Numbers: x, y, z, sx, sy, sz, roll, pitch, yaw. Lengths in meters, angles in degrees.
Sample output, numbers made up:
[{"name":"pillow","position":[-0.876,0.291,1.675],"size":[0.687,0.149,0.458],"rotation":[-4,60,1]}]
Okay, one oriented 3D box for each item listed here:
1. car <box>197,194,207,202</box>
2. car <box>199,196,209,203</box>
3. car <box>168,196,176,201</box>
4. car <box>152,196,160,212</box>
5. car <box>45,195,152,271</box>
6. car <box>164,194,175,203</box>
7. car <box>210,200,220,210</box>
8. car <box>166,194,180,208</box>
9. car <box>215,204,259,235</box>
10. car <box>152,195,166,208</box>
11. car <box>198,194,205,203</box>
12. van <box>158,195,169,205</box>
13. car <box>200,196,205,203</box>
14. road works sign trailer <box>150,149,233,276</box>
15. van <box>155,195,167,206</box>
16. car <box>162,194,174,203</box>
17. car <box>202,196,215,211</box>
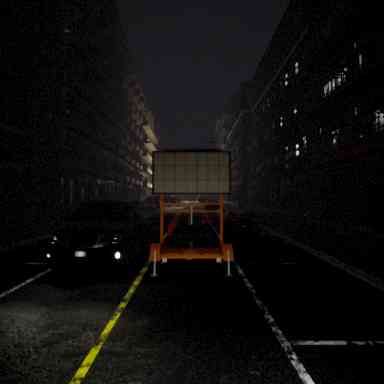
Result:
[{"name":"car","position":[2.536,1.543,85.017],"size":[2.192,1.841,5.009],"rotation":[1,0,0]},{"name":"car","position":[2.578,1.619,73.955],"size":[1.967,1.590,4.097],"rotation":[1,0,0]},{"name":"car","position":[-5.317,1.822,90.605],"size":[1.947,1.339,4.313],"rotation":[1,0,0]},{"name":"car","position":[-5.304,1.590,40.661],"size":[1.752,1.417,4.829],"rotation":[2,0,0]},{"name":"car","position":[-2.851,1.230,11.256],"size":[2.150,2.045,5.566],"rotation":[0,0,0]},{"name":"car","position":[-5.308,1.518,79.544],"size":[2.192,1.841,5.009],"rotation":[1,0,0]},{"name":"car","position":[2.580,1.553,24.349],"size":[1.752,1.417,4.829],"rotation":[1,0,0]},{"name":"car","position":[-2.855,1.573,51.738],"size":[1.882,1.535,5.008],"rotation":[0,0,0]},{"name":"car","position":[2.581,1.563,18.647],"size":[1.887,1.381,4.507],"rotation":[1,0,0]},{"name":"car","position":[-5.300,1.395,46.363],"size":[2.192,1.841,5.009],"rotation":[2,0,0]},{"name":"car","position":[2.571,1.678,62.893],"size":[1.887,1.381,4.507],"rotation":[1,0,0]},{"name":"van","position":[-5.305,1.475,62.953],"size":[1.690,1.788,3.998],"rotation":[1,0,0]},{"name":"car","position":[2.574,1.630,46.301],"size":[2.008,1.369,4.403],"rotation":[1,0,0]},{"name":"road works sign trailer","position":[-0.012,0.472,10.318],"size":[2.380,3.560,2.880],"rotation":[0,0,0]},{"name":"van","position":[-5.303,1.454,57.421],"size":[1.690,1.788,3.998],"rotation":[2,0,0]},{"name":"car","position":[-5.307,1.494,74.014],"size":[2.192,1.841,5.009],"rotation":[1,0,0]},{"name":"car","position":[2.575,1.610,40.769],"size":[1.887,1.381,4.507],"rotation":[1,0,0]}]
